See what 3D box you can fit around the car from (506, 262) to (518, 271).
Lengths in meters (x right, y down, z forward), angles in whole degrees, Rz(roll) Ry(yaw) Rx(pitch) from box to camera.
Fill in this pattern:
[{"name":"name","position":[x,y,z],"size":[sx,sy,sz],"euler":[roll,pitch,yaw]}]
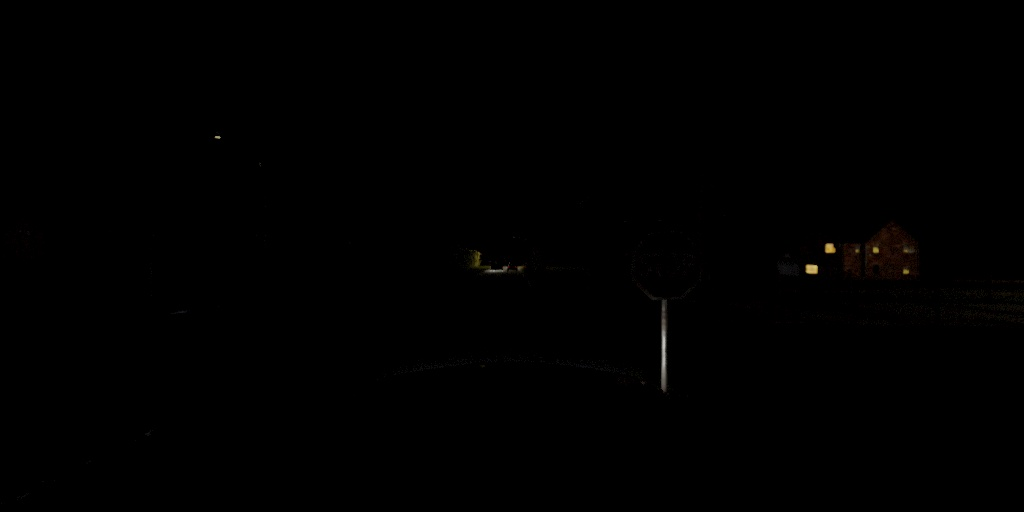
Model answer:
[{"name":"car","position":[0.040,1.840,60.475],"size":[2.033,1.411,5.357],"euler":[0,-1,0]}]
